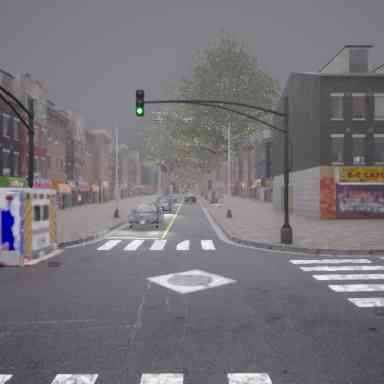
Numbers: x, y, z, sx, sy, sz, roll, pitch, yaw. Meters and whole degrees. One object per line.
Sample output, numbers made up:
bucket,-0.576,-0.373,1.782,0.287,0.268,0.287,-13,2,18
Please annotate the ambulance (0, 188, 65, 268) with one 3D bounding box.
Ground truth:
ambulance,-7.305,1.168,9.777,6.366,2.431,2.351,-1,-1,0

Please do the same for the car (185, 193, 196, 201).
car,-0.236,0.913,62.253,1.994,1.385,4.181,0,1,0

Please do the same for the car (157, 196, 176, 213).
car,-2.974,1.371,33.472,1.994,1.385,4.181,0,1,0

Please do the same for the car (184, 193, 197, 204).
car,-0.196,0.987,51.830,1.882,1.535,5.008,0,1,0

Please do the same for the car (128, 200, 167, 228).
car,-2.931,1.481,21.878,1.812,1.442,4.674,0,1,0

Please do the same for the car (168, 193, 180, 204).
car,-2.987,1.008,52.264,1.837,1.490,4.892,0,1,0
